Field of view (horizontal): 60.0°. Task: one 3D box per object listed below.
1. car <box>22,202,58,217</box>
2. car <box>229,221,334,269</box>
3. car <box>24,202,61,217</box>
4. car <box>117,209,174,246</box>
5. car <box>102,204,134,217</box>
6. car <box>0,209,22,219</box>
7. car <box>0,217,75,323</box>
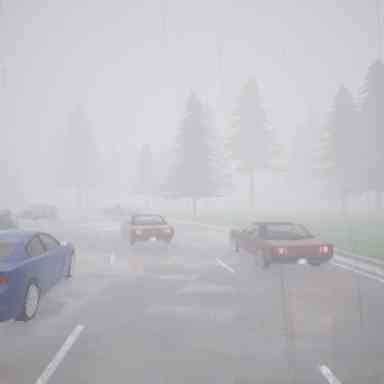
[{"bbox_3d":[-13.588,1.829,29.311,2.033,1.411,5.357,0,-1,-43],"label":"car"},{"bbox_3d":[2.709,1.649,11.391,1.895,1.301,4.718,0,0,-9],"label":"car"},{"bbox_3d":[-16.451,1.872,36.502,4.674,1.442,1.812,-1,-1,40],"label":"car"},{"bbox_3d":[-2.326,1.717,16.190,1.895,1.301,4.718,0,0,-18],"label":"car"},{"bbox_3d":[-7.035,1.851,32.513,1.895,1.301,4.718,0,0,-39],"label":"car"},{"bbox_3d":[-10.686,1.698,18.301,1.837,1.490,4.892,1,-1,-24],"label":"car"},{"bbox_3d":[-3.972,1.553,7.313,1.882,1.535,5.008,0,0,-7],"label":"car"}]
